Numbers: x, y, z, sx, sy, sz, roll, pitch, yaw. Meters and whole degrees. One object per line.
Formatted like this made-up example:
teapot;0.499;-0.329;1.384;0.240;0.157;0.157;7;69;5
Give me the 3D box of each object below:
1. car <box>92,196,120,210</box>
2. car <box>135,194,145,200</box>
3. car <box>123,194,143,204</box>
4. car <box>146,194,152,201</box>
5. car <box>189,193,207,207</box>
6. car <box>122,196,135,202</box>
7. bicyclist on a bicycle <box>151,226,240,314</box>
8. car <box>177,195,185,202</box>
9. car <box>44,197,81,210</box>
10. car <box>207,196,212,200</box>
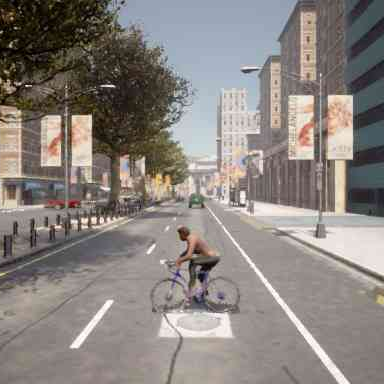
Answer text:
car;-11.107;1.547;42.434;2.033;1.411;5.357;0;0;1
car;-13.943;1.263;89.907;1.837;1.490;4.892;0;0;1
car;-10.825;1.492;62.445;2.128;1.511;4.902;0;0;1
car;-10.589;1.355;77.587;2.097;1.767;4.553;0;0;1
car;0.684;1.221;49.959;2.150;2.045;5.566;0;0;1
car;-14.127;1.595;74.408;1.895;1.301;4.718;0;0;1
bicyclist on a bicycle;0.039;1.452;6.108;1.656;1.620;0.582;-2;0;1
car;-2.580;1.524;78.261;1.812;1.442;4.674;0;0;1
car;-16.755;1.477;43.328;1.882;1.535;5.008;1;1;29
car;4.309;1.594;89.992;1.895;1.301;4.718;0;0;1
